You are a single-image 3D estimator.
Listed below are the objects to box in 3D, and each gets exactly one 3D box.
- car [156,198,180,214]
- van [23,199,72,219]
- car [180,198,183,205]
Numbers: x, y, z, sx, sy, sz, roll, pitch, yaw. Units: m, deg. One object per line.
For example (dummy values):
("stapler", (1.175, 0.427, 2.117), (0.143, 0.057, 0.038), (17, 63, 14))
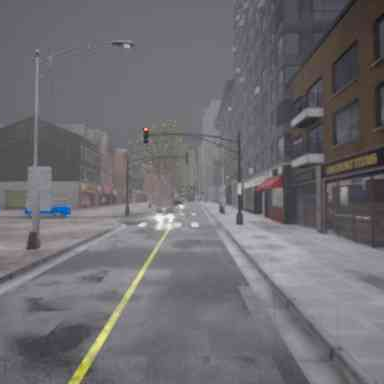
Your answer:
("car", (-2.756, 1.566, 35.477), (2.128, 1.511, 4.902), (0, 1, 0))
("van", (-12.931, 1.487, 29.909), (3.998, 1.788, 1.690), (0, -2, 0))
("car", (-2.763, 1.874, 64.032), (1.895, 1.301, 4.718), (0, -1, 0))
